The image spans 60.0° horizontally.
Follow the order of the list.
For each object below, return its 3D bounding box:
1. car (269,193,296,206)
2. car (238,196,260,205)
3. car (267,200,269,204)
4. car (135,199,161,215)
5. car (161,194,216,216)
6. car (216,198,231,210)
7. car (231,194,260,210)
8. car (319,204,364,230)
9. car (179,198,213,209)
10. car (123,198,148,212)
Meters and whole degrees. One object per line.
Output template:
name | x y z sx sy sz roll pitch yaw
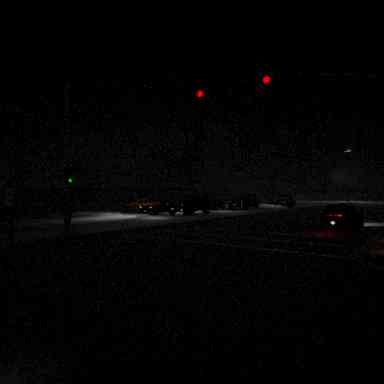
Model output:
car | 15.213 1.229 54.482 2.150 2.045 5.566 0 0 37
car | 10.277 1.490 59.560 1.882 1.535 5.008 0 0 37
car | 15.377 1.535 60.583 1.812 1.442 4.674 0 0 37
car | -3.378 1.613 34.990 1.895 1.301 4.718 0 0 36
car | -0.219 1.232 33.387 2.150 2.045 5.566 0 0 36
car | 2.567 1.502 43.138 2.128 1.511 4.902 0 0 36
car | 6.778 1.233 42.978 2.150 2.045 5.566 0 0 36
car | 9.545 1.506 21.084 1.837 1.490 4.892 0 0 37
car | 0.674 1.561 46.469 2.033 1.411 5.357 0 0 36
car | -5.656 1.492 37.799 1.882 1.535 5.008 0 0 36
